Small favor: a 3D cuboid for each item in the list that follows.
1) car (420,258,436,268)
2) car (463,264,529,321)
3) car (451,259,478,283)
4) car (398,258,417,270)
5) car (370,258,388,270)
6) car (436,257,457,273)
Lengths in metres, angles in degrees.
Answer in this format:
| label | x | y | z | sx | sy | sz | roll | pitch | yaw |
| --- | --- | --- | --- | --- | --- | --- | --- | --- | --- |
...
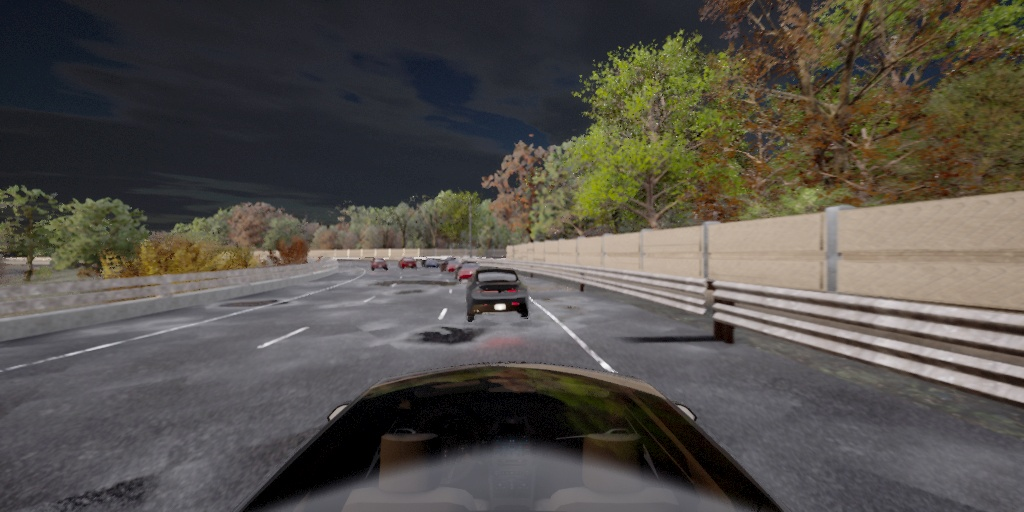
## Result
| label | x | y | z | sx | sy | sz | roll | pitch | yaw |
| --- | --- | --- | --- | --- | --- | --- | --- | --- | --- |
| car | -11.643 | 0.989 | 50.800 | 1.994 | 1.385 | 4.181 | 0 | 0 | -26 |
| car | -0.616 | 1.164 | 12.152 | 1.837 | 1.490 | 4.892 | -1 | 0 | -7 |
| car | -3.294 | 1.132 | 27.469 | 1.994 | 1.385 | 4.181 | 0 | 0 | -14 |
| car | -13.743 | 0.939 | 46.992 | 1.882 | 1.535 | 5.008 | 0 | 1 | -25 |
| car | -16.889 | 1.010 | 45.464 | 1.812 | 1.442 | 4.674 | 0 | 1 | -25 |
| car | -6.447 | 1.060 | 38.755 | 1.994 | 1.385 | 4.181 | 0 | 1 | -25 |
